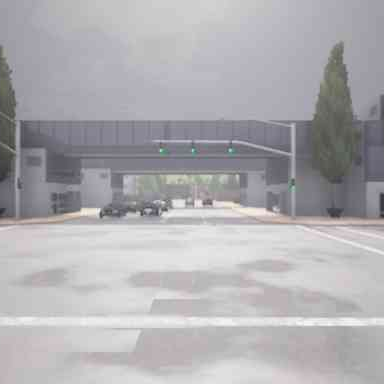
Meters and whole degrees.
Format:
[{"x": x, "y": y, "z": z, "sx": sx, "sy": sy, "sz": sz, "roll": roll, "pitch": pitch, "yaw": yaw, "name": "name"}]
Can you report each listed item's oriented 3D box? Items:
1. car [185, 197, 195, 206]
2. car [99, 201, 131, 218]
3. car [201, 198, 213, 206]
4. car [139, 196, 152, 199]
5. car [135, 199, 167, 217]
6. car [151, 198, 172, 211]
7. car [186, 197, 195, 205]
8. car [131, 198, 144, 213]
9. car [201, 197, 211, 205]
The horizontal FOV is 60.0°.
[{"x": -0.443, "y": 2.023, "z": 64.235, "sx": 2.033, "sy": 1.411, "sz": 5.357, "roll": 0, "pitch": 0, "yaw": 0, "name": "car"}, {"x": -7.752, "y": 1.809, "z": 32.932, "sx": 1.994, "sy": 1.385, "sz": 4.181, "roll": 0, "pitch": 0, "yaw": 1, "name": "car"}, {"x": 3.059, "y": 1.982, "z": 64.438, "sx": 1.837, "sy": 1.490, "sz": 4.892, "roll": 0, "pitch": 0, "yaw": 0, "name": "car"}, {"x": -7.597, "y": 1.621, "z": 53.552, "sx": 2.150, "sy": 2.045, "sz": 5.566, "roll": 0, "pitch": -1, "yaw": 0, "name": "car"}, {"x": -4.226, "y": 1.751, "z": 34.961, "sx": 2.128, "sy": 1.511, "sz": 4.902, "roll": 0, "pitch": 0, "yaw": 2, "name": "car"}, {"x": -4.177, "y": 1.889, "z": 43.871, "sx": 1.994, "sy": 1.385, "sz": 4.181, "roll": 0, "pitch": 0, "yaw": 0, "name": "car"}, {"x": -0.376, "y": 1.945, "z": 73.923, "sx": 1.882, "sy": 1.535, "sz": 5.008, "roll": 0, "pitch": 0, "yaw": 0, "name": "car"}, {"x": -7.692, "y": 1.860, "z": 42.133, "sx": 2.033, "sy": 1.411, "sz": 5.357, "roll": 0, "pitch": 0, "yaw": 0, "name": "car"}, {"x": 3.123, "y": 1.983, "z": 73.826, "sx": 2.128, "sy": 1.511, "sz": 4.902, "roll": 0, "pitch": 0, "yaw": 0, "name": "car"}]
